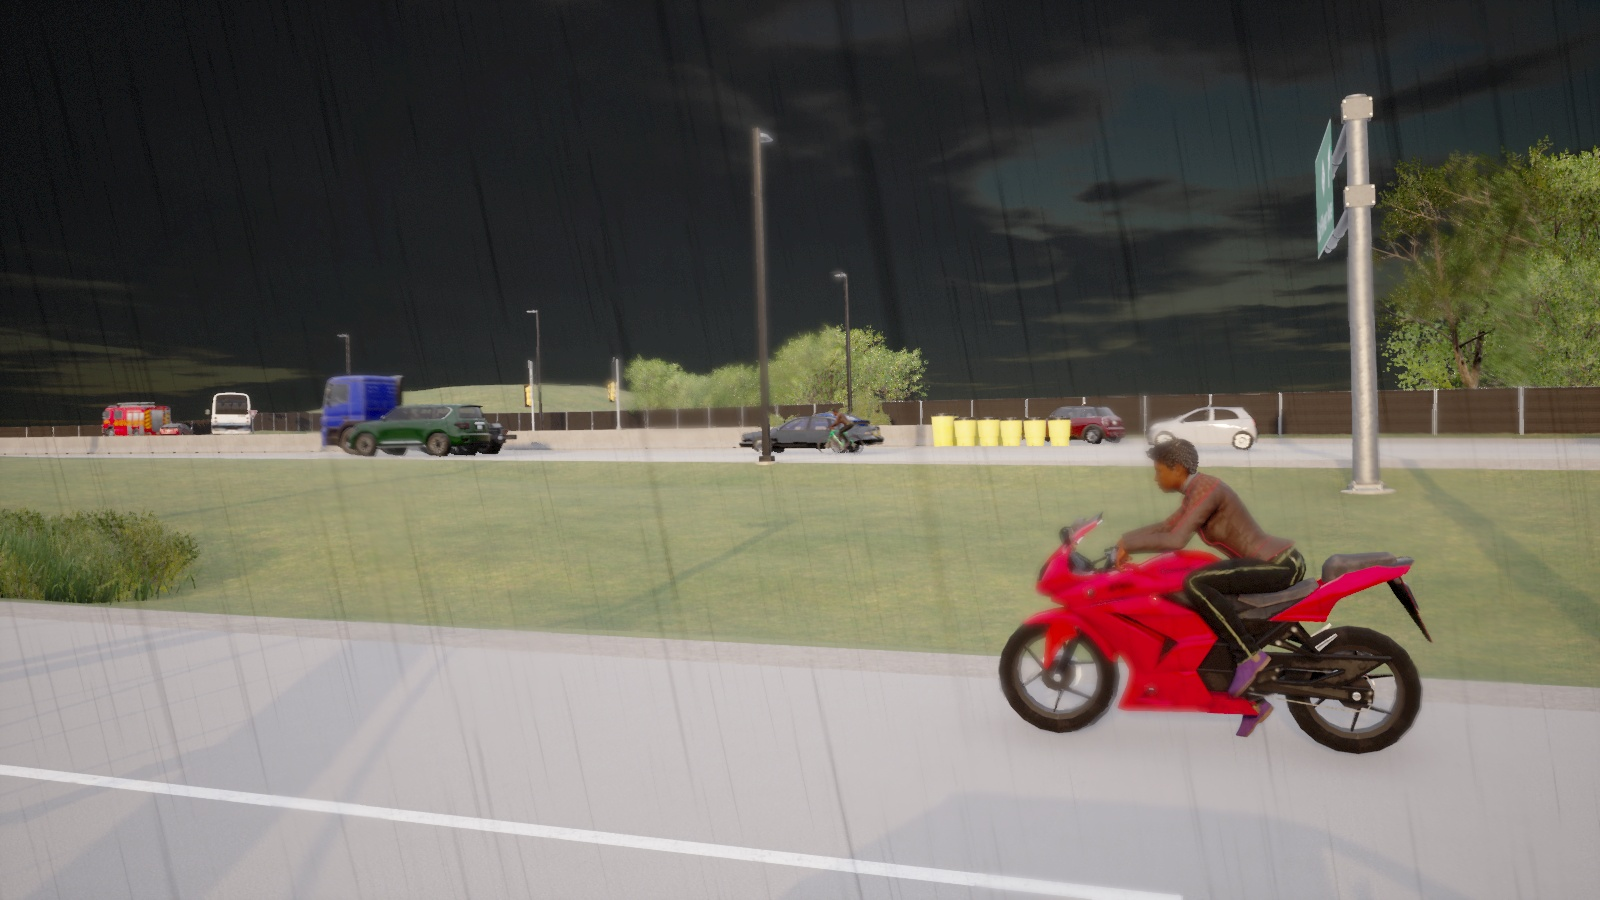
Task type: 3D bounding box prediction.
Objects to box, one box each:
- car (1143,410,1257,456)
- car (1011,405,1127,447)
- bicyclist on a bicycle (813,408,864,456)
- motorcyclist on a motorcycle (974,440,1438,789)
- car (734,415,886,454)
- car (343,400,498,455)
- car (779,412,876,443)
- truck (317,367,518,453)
[{"bbox_3d":[13.623,-0.582,42.754,3.633,1.501,1.845,0,1,19],"label":"car"},{"bbox_3d":[11.875,-1.056,55.505,4.553,1.767,2.097,1,2,40],"label":"car"},{"bbox_3d":[1.339,-0.610,43.331,1.656,1.620,0.582,0,1,19],"label":"bicyclist on a bicycle"},{"bbox_3d":[1.955,0.718,6.226,2.044,1.523,0.797,0,1,19],"label":"motorcyclist on a motorcycle"},{"bbox_3d":[0.392,-0.568,47.369,5.357,1.411,2.033,0,1,19],"label":"car"},{"bbox_3d":[-14.802,-0.872,48.957,5.566,2.045,2.150,0,1,19],"label":"car"},{"bbox_3d":[1.382,-1.167,64.987,5.008,1.535,1.882,1,2,44],"label":"car"},{"bbox_3d":[-16.161,-1.627,53.127,7.936,3.462,2.891,0,1,19],"label":"truck"}]
